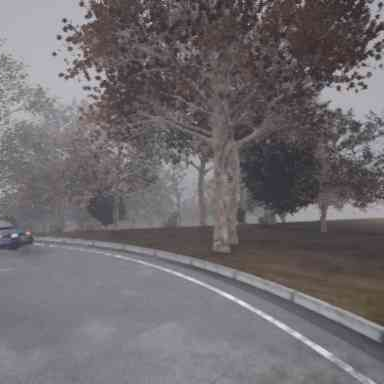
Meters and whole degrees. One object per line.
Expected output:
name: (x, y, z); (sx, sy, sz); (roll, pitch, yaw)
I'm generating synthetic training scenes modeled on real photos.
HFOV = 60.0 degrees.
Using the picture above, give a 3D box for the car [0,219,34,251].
car: (-8.941, 1.738, 13.566); (5.357, 1.411, 2.033); (-1, 0, 25)
